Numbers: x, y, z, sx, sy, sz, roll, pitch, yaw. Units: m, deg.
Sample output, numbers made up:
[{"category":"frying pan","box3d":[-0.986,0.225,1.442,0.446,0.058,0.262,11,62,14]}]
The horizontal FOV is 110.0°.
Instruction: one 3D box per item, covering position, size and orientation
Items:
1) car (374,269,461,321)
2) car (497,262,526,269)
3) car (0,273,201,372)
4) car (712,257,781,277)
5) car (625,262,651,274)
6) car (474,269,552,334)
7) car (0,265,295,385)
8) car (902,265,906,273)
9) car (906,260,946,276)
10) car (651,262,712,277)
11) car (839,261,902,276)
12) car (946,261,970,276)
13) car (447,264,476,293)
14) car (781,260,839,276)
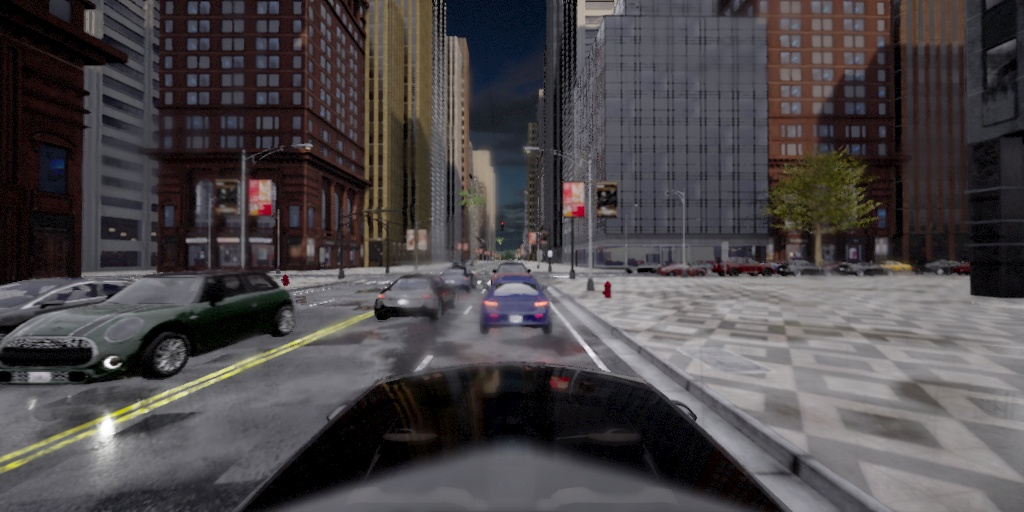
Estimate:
[{"category":"car","box3d":[-3.154,1.318,12.441,1.994,1.385,4.181,0,0,0]},{"category":"car","box3d":[-0.004,1.120,19.468,2.097,1.767,4.553,0,0,0]},{"category":"car","box3d":[-9.846,1.240,7.680,2.128,1.511,4.902,0,0,0]},{"category":"car","box3d":[20.948,1.014,32.591,5.009,1.841,2.192,0,0,-1]},{"category":"car","box3d":[15.178,1.378,41.026,4.313,1.339,1.948,0,0,-1]},{"category":"car","box3d":[0.102,1.277,10.483,1.812,1.442,4.674,0,0,0]},{"category":"car","box3d":[-6.597,1.099,7.253,2.097,1.767,4.553,0,0,0]},{"category":"car","box3d":[43.200,1.260,41.467,4.829,1.417,1.751,0,0,-1]},{"category":"car","box3d":[42.795,1.174,35.560,4.892,1.490,1.837,0,-1,-1]},{"category":"car","box3d":[15.310,1.300,32.502,4.207,1.307,1.802,0,0,-1]},{"category":"car","box3d":[32.222,1.232,32.768,4.313,1.339,1.948,0,0,-1]},{"category":"car","box3d":[43.498,1.186,32.946,4.507,1.381,1.888,0,0,-1]},{"category":"car","box3d":[-3.155,1.337,20.864,1.994,1.385,4.181,0,0,0]},{"category":"car","box3d":[26.585,1.248,32.679,4.313,1.339,1.948,0,0,-1]}]
